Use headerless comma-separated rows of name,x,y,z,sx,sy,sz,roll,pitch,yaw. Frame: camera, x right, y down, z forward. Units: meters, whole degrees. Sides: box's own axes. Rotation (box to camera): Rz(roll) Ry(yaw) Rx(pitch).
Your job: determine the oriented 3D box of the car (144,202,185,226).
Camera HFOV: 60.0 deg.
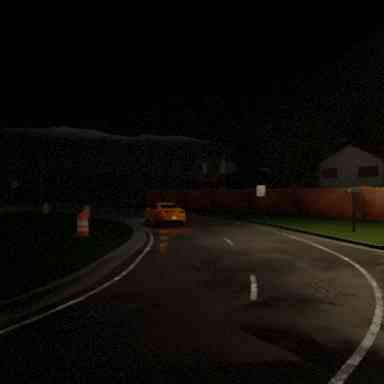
car,-2.019,1.476,23.503,1.882,1.535,5.008,0,0,-21
